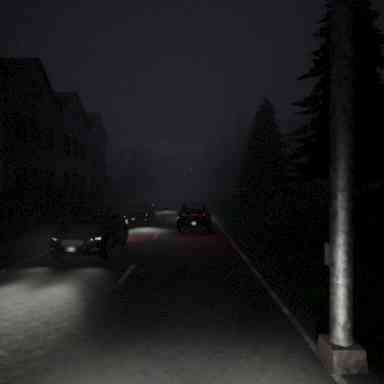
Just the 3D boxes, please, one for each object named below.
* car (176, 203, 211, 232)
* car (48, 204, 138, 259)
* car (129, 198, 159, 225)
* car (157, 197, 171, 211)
[{"bbox_3d":[0.100,1.386,19.536,2.128,1.511,4.902,0,0,0],"label":"car"},{"bbox_3d":[-3.592,1.425,12.336,2.128,1.511,4.902,0,0,0],"label":"car"},{"bbox_3d":[-3.587,1.382,22.750,1.837,1.490,4.892,0,0,0],"label":"car"},{"bbox_3d":[-3.506,1.323,38.037,1.812,1.442,4.674,0,0,0],"label":"car"}]
